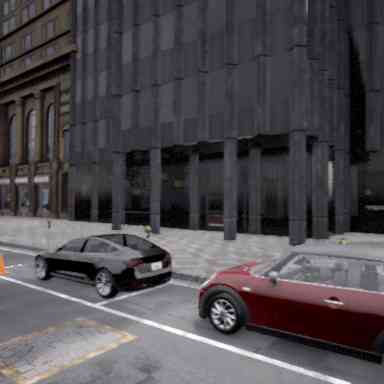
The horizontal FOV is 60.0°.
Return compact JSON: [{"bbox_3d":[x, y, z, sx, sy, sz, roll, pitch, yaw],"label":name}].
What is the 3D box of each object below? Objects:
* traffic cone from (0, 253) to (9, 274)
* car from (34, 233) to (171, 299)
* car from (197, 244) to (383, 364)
[{"bbox_3d":[-5.814,2.171,10.149,0.340,0.580,0.340,-1,-2,37],"label":"traffic cone"},{"bbox_3d":[-2.487,1.773,8.960,4.313,1.339,1.947,-1,-2,37],"label":"car"},{"bbox_3d":[2.056,1.593,5.557,4.097,1.590,1.967,-1,-2,37],"label":"car"}]
